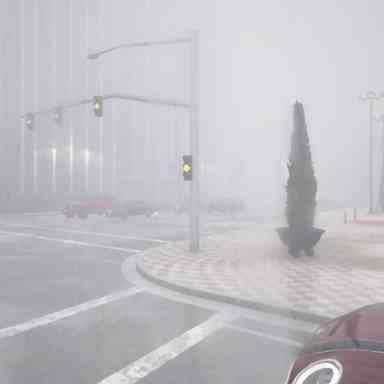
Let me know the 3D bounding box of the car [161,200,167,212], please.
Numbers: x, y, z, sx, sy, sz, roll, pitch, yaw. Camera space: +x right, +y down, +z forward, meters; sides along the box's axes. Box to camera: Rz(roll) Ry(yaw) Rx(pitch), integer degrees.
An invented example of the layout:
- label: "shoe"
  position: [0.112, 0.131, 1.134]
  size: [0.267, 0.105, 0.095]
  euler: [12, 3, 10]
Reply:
- label: "car"
  position: [-3.169, 1.559, 38.046]
  size: [1.994, 1.385, 4.181]
  euler: [0, 0, 35]

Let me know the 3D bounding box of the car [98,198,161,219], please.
- label: "car"
  position: [-5.277, 1.487, 28.909]
  size: [2.128, 1.511, 4.902]
  euler: [0, 0, 35]

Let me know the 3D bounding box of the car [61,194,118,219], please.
- label: "car"
  position: [-8.872, 1.217, 29.858]
  size: [2.150, 2.045, 5.566]
  euler: [0, 0, 35]

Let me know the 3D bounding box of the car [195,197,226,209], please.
- label: "car"
  position: [2.660, 1.473, 46.399]
  size: [1.882, 1.535, 5.008]
  euler: [0, 0, 35]

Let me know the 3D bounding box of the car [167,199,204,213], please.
- label: "car"
  position: [-0.067, 1.487, 36.381]
  size: [2.128, 1.511, 4.902]
  euler: [0, 0, 35]

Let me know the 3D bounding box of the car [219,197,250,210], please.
- label: "car"
  position: [5.743, 1.487, 44.700]
  size: [2.128, 1.511, 4.902]
  euler: [0, 0, 35]

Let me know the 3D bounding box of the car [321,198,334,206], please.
- label: "car"
  position: [22.646, 1.598, 56.400]
  size: [1.895, 1.301, 4.718]
  euler: [0, 0, 34]

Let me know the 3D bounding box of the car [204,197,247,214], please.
- label: "car"
  position: [3.643, 1.348, 35.237]
  size: [2.097, 1.767, 4.553]
  euler: [0, 0, 35]

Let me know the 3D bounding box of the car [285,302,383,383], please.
- label: "car"
  position: [2.863, 1.352, 1.929]
  size: [4.553, 1.767, 2.097]
  euler: [0, 0, 36]
